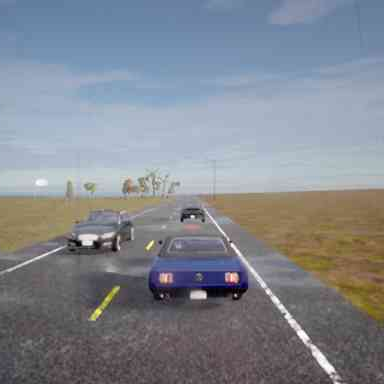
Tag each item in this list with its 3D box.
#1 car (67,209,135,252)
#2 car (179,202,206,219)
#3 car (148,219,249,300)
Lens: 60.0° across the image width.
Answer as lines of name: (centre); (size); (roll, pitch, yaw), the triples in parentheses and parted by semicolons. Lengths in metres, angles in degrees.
car: (-3.627, 1.506, 13.975); (2.128, 1.511, 4.902); (0, 0, 0)
car: (0.050, 1.531, 26.294); (1.837, 1.490, 4.892); (0, 0, 0)
car: (0.088, 1.610, 8.349); (1.895, 1.301, 4.718); (0, 0, -1)
